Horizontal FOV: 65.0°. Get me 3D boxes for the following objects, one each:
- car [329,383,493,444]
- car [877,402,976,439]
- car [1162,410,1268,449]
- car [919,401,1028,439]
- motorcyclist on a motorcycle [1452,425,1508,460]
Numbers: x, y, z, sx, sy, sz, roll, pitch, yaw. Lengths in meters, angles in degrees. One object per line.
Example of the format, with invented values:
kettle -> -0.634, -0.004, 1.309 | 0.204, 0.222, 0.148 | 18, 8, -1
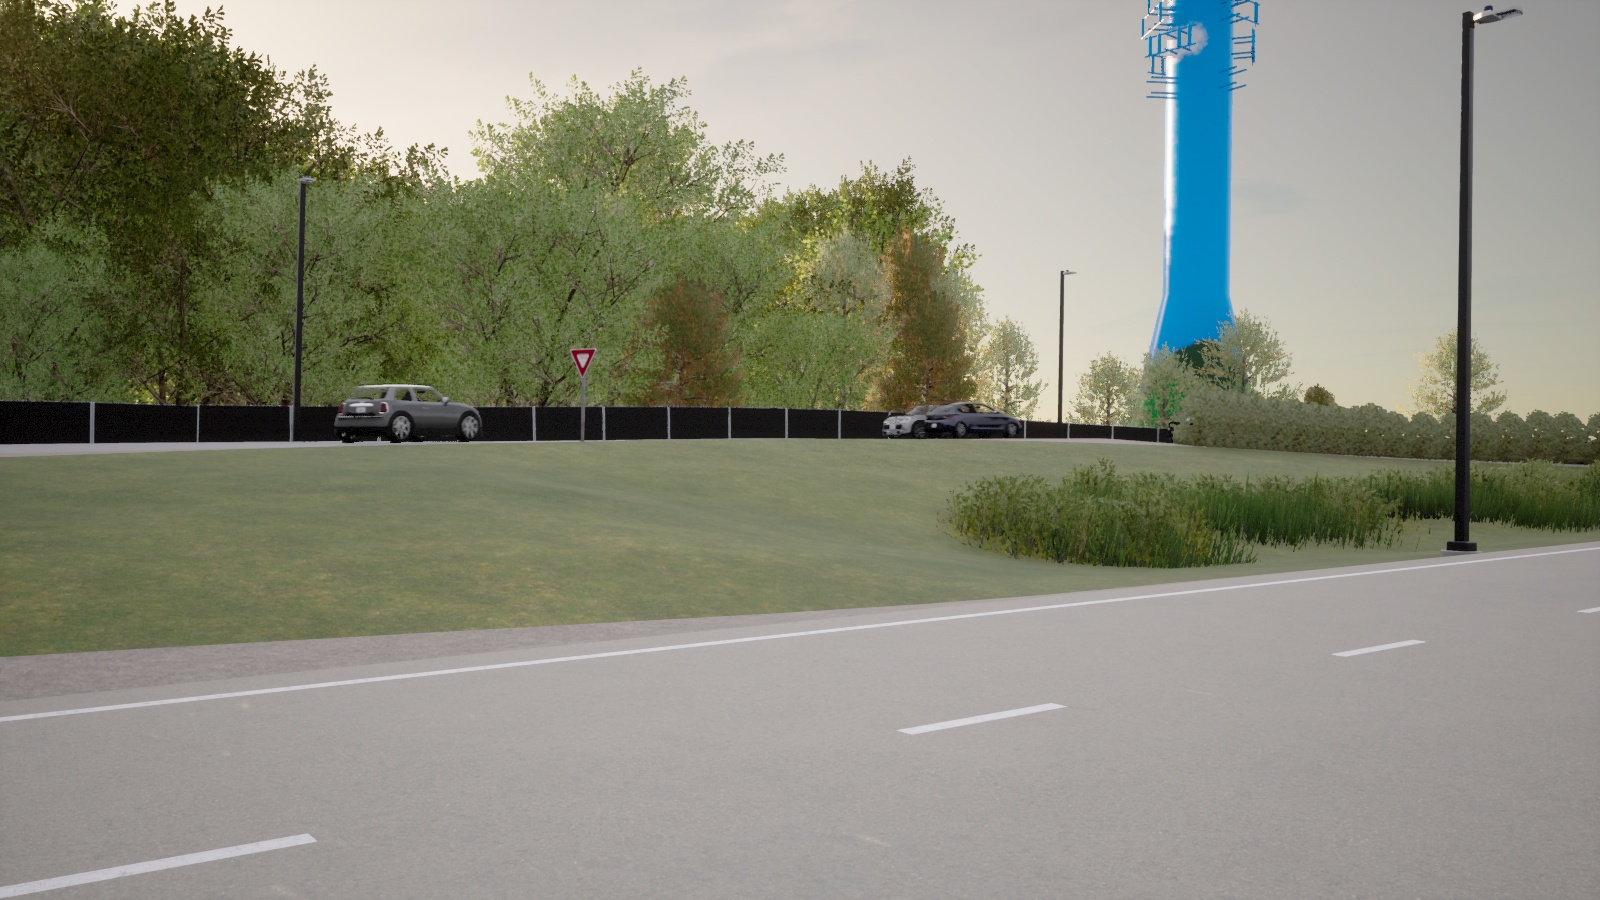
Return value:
car -> -9.983, -0.920, 32.500 | 1.970, 1.475, 3.806 | 0, 1, 25
car -> 5.411, -1.244, 53.726 | 3.806, 1.475, 1.970 | -1, 0, -34
car -> 19.533, -0.929, 59.027 | 5.008, 1.535, 1.882 | 3, -2, -31
car -> 7.012, -1.200, 50.564 | 4.193, 1.474, 1.816 | -1, 0, -34
motorcyclist on a motorcycle -> 33.737, -0.379, 62.307 | 2.350, 1.649, 0.766 | 2, -1, -1
